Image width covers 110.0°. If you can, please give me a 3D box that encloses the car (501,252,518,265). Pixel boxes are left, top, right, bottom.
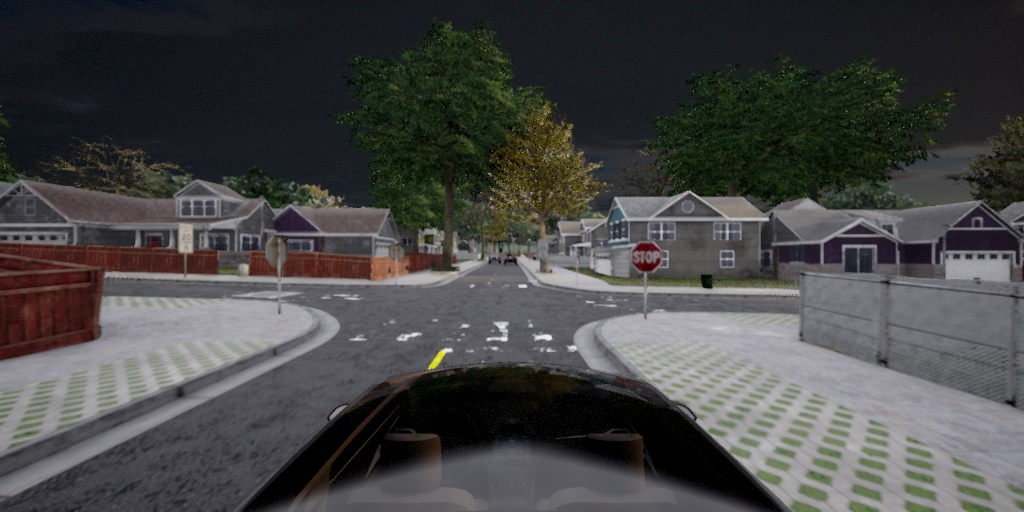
[{"bbox_3d":[-0.234,0.387,58.277,2.150,2.045,5.566,0,1,0],"label":"car"}]

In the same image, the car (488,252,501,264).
[{"bbox_3d":[-3.005,0.325,63.212,2.150,2.045,5.566,0,1,0],"label":"car"}]
